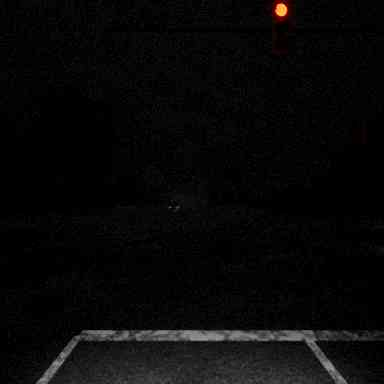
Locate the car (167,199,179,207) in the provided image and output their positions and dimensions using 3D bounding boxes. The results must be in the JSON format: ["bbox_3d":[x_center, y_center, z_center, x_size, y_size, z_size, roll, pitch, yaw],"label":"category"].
[{"bbox_3d":[-3.500,2.034,62.604,1.812,1.442,4.674,0,-2,0],"label":"car"}]
